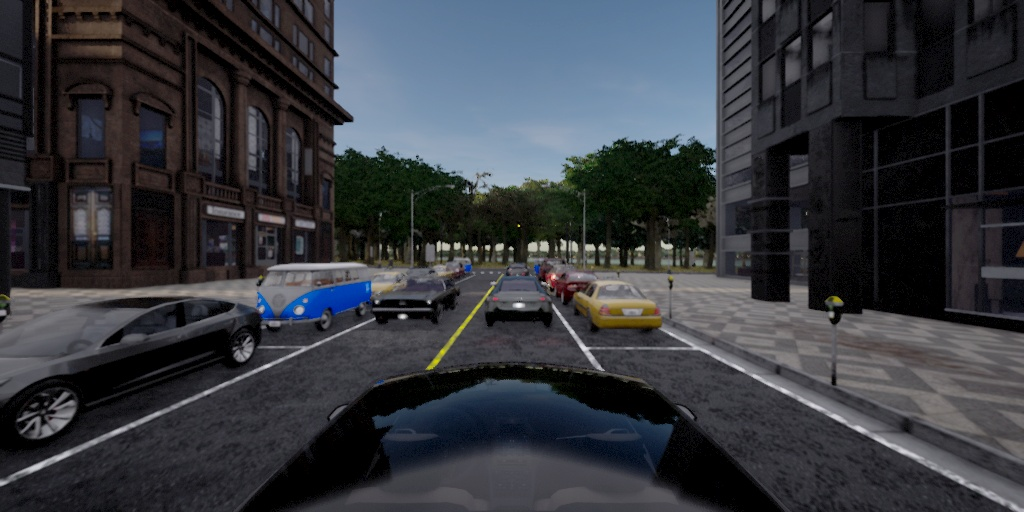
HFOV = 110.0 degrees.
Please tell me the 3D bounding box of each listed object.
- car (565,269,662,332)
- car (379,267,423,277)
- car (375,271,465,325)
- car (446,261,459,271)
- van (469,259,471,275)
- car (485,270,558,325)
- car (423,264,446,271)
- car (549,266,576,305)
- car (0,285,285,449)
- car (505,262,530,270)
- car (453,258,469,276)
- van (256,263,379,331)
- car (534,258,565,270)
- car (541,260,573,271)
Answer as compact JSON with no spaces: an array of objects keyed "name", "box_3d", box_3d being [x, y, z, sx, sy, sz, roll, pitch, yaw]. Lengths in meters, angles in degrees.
[{"name":"car","box_3d":[2.865,1.287,10.750,1.751,1.417,4.829,0,0,1]},{"name":"car","box_3d":[-5.592,1.295,15.960,1.751,1.417,4.829,0,0,1]},{"name":"car","box_3d":[-2.980,1.364,12.054,1.895,1.301,4.718,0,0,1]},{"name":"car","box_3d":[-5.448,1.311,26.834,1.751,1.417,4.829,0,0,1]},{"name":"van","box_3d":[-5.301,1.145,37.878,1.690,1.789,3.998,0,0,1]},{"name":"car","box_3d":[0.217,1.328,11.841,1.994,1.385,4.181,0,0,1]},{"name":"car","box_3d":[-5.517,1.343,21.567,1.948,1.339,4.313,0,0,1]},{"name":"car","box_3d":[2.935,1.315,16.017,1.888,1.381,4.507,0,0,1]},{"name":"car","box_3d":[-5.733,1.320,5.256,1.948,1.339,4.313,0,0,1]},{"name":"car","box_3d":[0.463,1.283,30.344,2.128,1.511,4.902,0,0,1]},{"name":"car","box_3d":[-5.373,1.235,32.441,1.967,1.591,4.097,0,0,1]},{"name":"van","box_3d":[-5.661,1.102,10.693,1.690,1.789,3.998,0,0,1]},{"name":"car","box_3d":[3.079,1.101,26.891,2.192,1.841,5.009,0,0,1]},{"name":"car","box_3d":[3.007,1.217,21.454,1.967,1.591,4.097,0,0,1]}]
